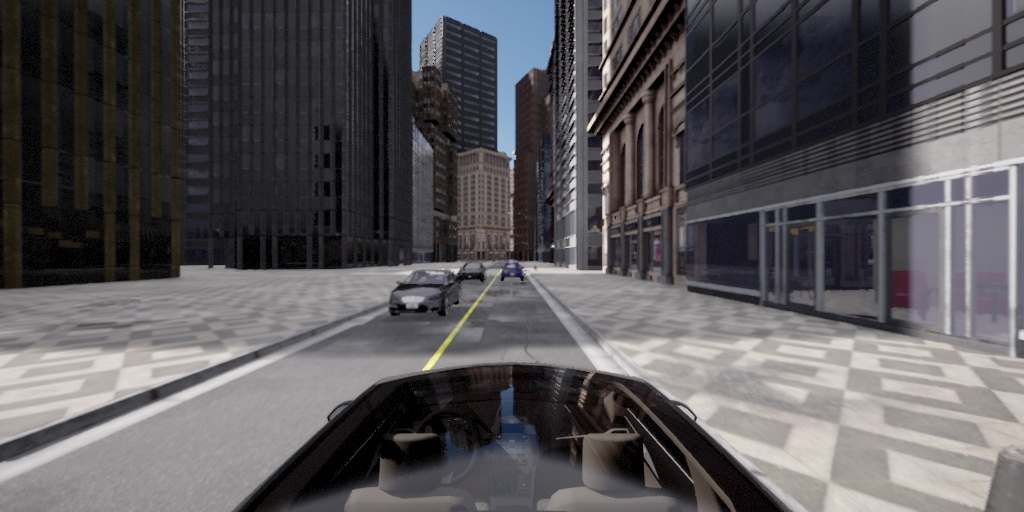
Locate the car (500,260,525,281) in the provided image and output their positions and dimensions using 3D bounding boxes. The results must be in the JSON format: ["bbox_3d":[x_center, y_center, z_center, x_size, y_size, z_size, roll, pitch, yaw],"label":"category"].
[{"bbox_3d":[0.044,1.279,30.412,1.812,1.442,4.674,0,0,0],"label":"car"}]

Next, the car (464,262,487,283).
[{"bbox_3d":[-3.031,1.233,28.348,1.882,1.535,5.008,0,0,0],"label":"car"}]

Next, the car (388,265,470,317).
[{"bbox_3d":[-3.015,1.245,13.292,2.128,1.511,4.902,0,0,0],"label":"car"}]
